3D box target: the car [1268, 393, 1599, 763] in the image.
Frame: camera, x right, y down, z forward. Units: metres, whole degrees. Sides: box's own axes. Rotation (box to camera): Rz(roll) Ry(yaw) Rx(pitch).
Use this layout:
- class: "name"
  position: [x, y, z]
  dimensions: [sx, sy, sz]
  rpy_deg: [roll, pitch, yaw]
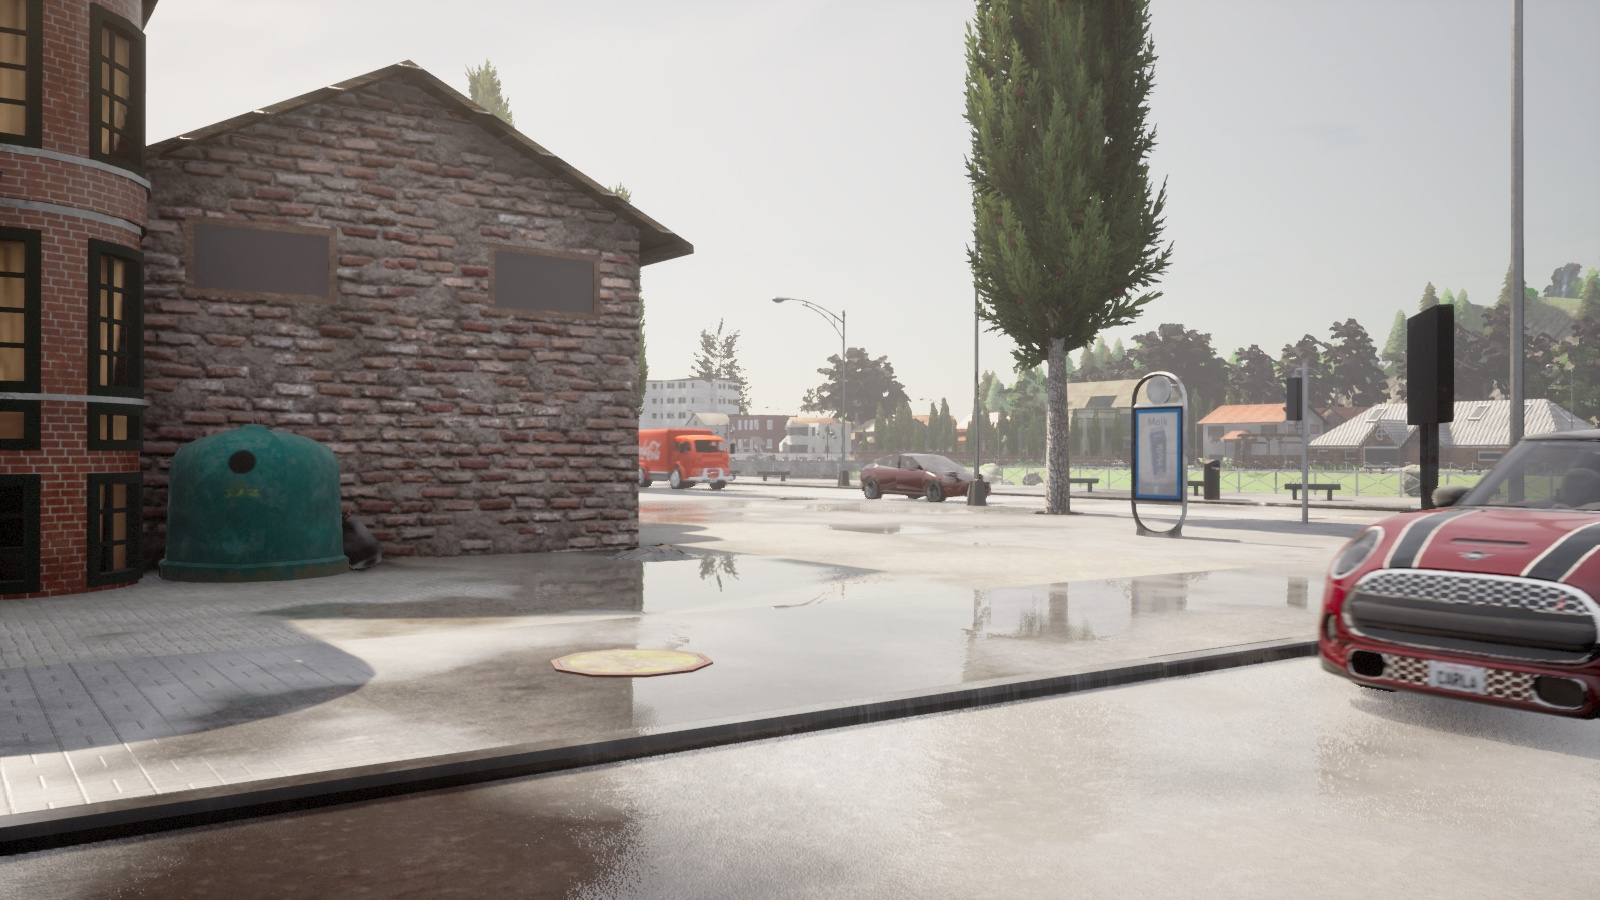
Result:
- class: "car"
  position: [5.256, 0.611, 7.916]
  dimensions: [4.553, 1.767, 2.097]
  rpy_deg: [0, 0, -35]

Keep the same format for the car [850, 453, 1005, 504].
- class: "car"
  position: [3.858, 0.831, 38.835]
  dimensions: [2.163, 1.488, 4.792]
  rpy_deg: [0, 0, -35]

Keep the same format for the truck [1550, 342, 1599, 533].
- class: "truck"
  position: [16.511, -0.225, 20.255]
  dimensions: [2.891, 3.462, 7.936]
  rpy_deg: [0, 0, -13]

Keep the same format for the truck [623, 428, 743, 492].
- class: "truck"
  position: [-4.841, 0.394, 51.315]
  dimensions: [2.627, 2.467, 5.204]
  rpy_deg: [0, 0, -35]
